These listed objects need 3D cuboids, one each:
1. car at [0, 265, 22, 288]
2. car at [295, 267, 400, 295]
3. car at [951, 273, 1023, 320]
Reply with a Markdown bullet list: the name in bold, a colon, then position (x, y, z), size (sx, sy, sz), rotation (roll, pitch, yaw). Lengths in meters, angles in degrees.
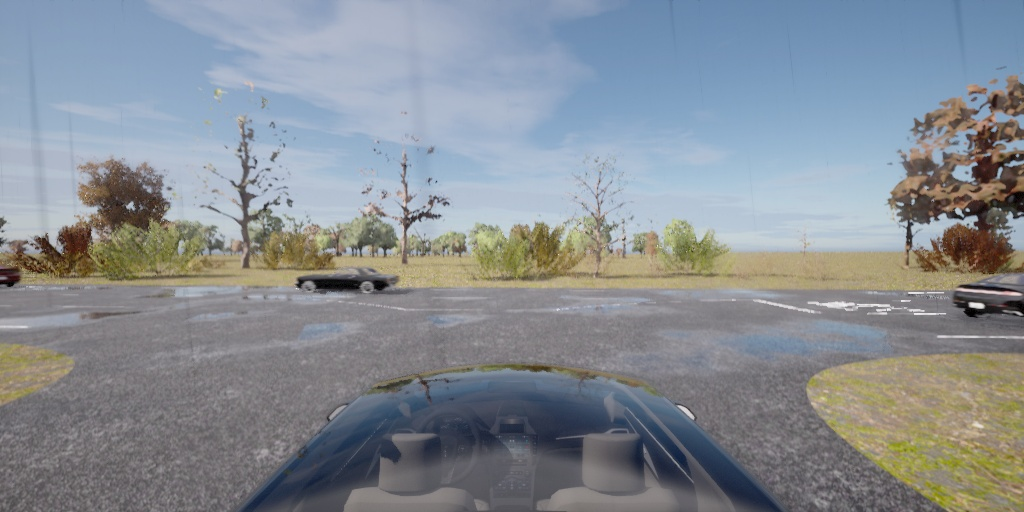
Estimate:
- **car**: position (-29.099, 1.000, 18.836), size (5.008, 1.535, 1.882), rotation (0, 0, 2)
- **car**: position (-8.329, 1.223, 18.283), size (4.718, 1.301, 1.895), rotation (0, 0, 2)
- **car**: position (16.154, 1.260, 10.532), size (4.902, 1.511, 2.128), rotation (0, 0, 2)
